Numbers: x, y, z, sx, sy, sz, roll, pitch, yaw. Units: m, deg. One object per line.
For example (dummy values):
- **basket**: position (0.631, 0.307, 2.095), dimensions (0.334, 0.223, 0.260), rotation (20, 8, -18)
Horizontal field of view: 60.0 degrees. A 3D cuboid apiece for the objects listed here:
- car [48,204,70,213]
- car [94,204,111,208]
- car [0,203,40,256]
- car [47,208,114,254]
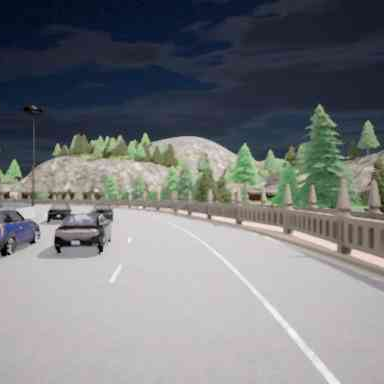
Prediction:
- **car**: position (-11.655, 1.836, 29.583), dimensions (1.882, 1.535, 5.008), rotation (0, -1, -17)
- **car**: position (-8.066, 1.861, 29.837), dimensions (1.837, 1.490, 4.892), rotation (0, 0, -17)
- **car**: position (-8.030, 1.512, 13.920), dimensions (2.097, 1.767, 4.553), rotation (0, -1, -8)
- **car**: position (-4.568, 1.657, 14.446), dimensions (2.128, 1.511, 4.902), rotation (0, -1, -8)
